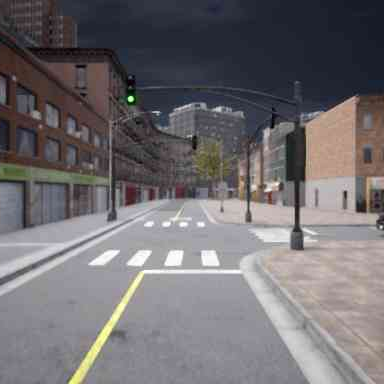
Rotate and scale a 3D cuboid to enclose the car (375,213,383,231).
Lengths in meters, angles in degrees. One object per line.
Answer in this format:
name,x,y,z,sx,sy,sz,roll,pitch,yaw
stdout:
car,11.405,1.419,15.816,4.892,1.490,1.837,0,0,0
